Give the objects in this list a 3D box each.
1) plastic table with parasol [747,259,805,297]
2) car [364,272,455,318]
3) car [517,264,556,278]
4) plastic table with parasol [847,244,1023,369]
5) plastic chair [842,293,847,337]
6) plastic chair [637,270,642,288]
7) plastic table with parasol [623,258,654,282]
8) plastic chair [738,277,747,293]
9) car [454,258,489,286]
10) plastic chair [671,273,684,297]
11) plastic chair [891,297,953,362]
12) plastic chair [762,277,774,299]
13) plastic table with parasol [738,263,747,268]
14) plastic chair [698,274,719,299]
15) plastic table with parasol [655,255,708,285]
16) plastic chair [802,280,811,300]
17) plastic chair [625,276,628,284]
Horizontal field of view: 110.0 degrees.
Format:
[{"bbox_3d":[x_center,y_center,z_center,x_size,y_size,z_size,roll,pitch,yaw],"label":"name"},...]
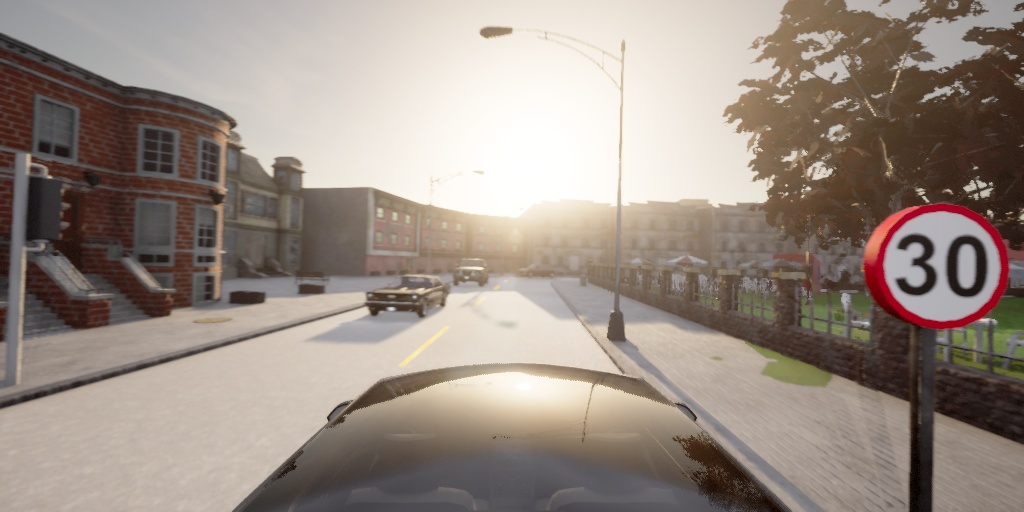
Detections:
[{"bbox_3d":[16.861,1.423,22.547,2.482,2.480,2.482,0,0,-35],"label":"plastic table with parasol"},{"bbox_3d":[-3.680,1.384,13.448,1.895,1.301,4.718,2,-1,3],"label":"car"},{"bbox_3d":[2.857,1.695,42.342,4.553,1.767,2.097,2,-1,-29],"label":"car"},{"bbox_3d":[9.808,1.069,8.339,2.482,2.480,2.482,0,0,-37],"label":"plastic table with parasol"},{"bbox_3d":[9.123,1.647,9.381,0.750,1.272,0.730,0,0,-37],"label":"plastic chair"},{"bbox_3d":[10.516,1.975,28.785,0.750,1.272,0.730,0,0,8],"label":"plastic chair"},{"bbox_3d":[10.512,1.389,30.114,2.482,2.480,2.482,0,0,3],"label":"plastic table with parasol"},{"bbox_3d":[17.488,2.155,26.594,0.730,1.272,0.750,0,0,-37],"label":"plastic chair"},{"bbox_3d":[-3.090,1.196,28.007,2.150,2.045,5.566,2,0,2],"label":"car"},{"bbox_3d":[9.897,1.803,21.716,0.730,1.272,0.750,0,0,-37],"label":"plastic chair"},{"bbox_3d":[8.741,1.630,7.648,0.730,1.272,0.750,0,0,-37],"label":"plastic chair"},{"bbox_3d":[15.989,2.011,21.857,0.730,1.272,0.750,0,0,-36],"label":"plastic chair"},{"bbox_3d":[18.554,1.591,27.284,2.482,2.480,2.482,0,0,-37],"label":"plastic table with parasol"},{"bbox_3d":[11.810,1.853,21.329,0.750,1.272,0.730,0,0,-29],"label":"plastic chair"},{"bbox_3d":[10.918,1.203,22.389,2.482,2.480,2.482,0,0,-35],"label":"plastic table with parasol"},{"bbox_3d":[17.517,2.014,21.618,0.750,1.272,0.730,0,0,-35],"label":"plastic chair"},{"bbox_3d":[9.257,1.958,30.268,0.730,1.272,0.750,0,0,3],"label":"plastic chair"}]
